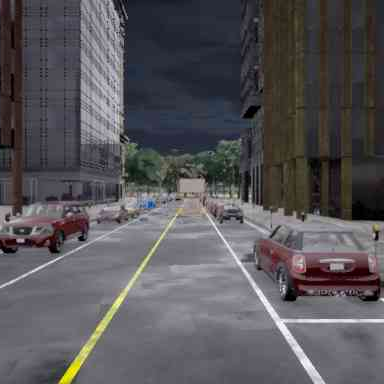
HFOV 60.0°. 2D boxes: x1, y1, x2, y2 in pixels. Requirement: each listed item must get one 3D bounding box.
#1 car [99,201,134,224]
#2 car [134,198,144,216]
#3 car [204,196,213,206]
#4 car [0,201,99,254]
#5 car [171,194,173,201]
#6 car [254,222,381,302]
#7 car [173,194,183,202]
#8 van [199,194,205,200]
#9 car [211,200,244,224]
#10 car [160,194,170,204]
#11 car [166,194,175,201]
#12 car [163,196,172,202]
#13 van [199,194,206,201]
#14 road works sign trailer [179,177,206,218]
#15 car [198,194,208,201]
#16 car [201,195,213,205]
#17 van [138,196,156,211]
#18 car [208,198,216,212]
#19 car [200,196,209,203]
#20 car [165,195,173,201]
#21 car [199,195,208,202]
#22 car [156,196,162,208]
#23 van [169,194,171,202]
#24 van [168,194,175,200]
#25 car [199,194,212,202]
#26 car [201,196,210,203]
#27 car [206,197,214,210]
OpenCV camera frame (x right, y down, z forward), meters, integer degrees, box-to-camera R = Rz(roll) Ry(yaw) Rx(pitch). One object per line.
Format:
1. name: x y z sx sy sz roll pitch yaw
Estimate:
1. car: -5.763 1.583 24.578 1.802 1.307 4.206 0 0 0
2. car: -5.763 1.528 29.846 1.752 1.417 4.829 0 0 0
3. car: 2.762 1.531 41.061 1.752 1.417 4.829 0 0 0
4. car: -5.763 1.315 13.703 2.192 1.841 5.009 0 0 0
5. car: -5.764 1.546 73.347 1.752 1.417 4.829 0 0 0
6. car: 2.762 1.440 8.266 1.967 1.590 4.097 0 0 0
7. car: -3.000 1.617 76.120 1.895 1.301 4.718 0 0 0
8. van: 2.761 1.380 95.267 1.690 1.788 3.998 0 0 0
9. car: 2.762 1.552 24.578 2.008 1.369 4.403 0 0 0
10. car: -5.763 1.580 62.641 1.947 1.339 4.313 0 0 0
11. car: -5.764 1.474 89.829 1.967 1.590 4.097 0 0 0
12. car: -5.764 1.591 78.954 1.947 1.339 4.313 0 0 0
13. van: 2.761 1.375 89.829 1.690 1.788 3.998 0 0 0
14. road works sign trailer: 0.000 0.467 30.158 2.380 3.560 2.880 0 0 0
15. car: 2.761 1.344 84.392 2.192 1.841 5.009 0 0 0
16. car: 2.762 1.534 51.936 1.752 1.417 4.829 0 0 0
17. van: -5.764 1.346 40.891 1.690 1.788 3.998 0 0 0
18. car: 2.762 1.547 30.016 1.887 1.381 4.507 0 0 0
19. car: 2.762 1.566 73.517 1.887 1.381 4.507 0 0 0
20. car: -5.764 1.554 84.222 1.752 1.417 4.829 0 0 0
21. car: 2.761 1.465 78.954 1.967 1.590 4.097 0 0 0
22. car: -5.763 1.558 46.329 2.008 1.369 4.403 0 0 0
23. van: -5.764 1.358 68.079 1.690 1.788 3.998 0 0 0
24. van: -5.764 1.380 95.267 1.690 1.788 3.998 0 0 0
25. car: 2.761 1.326 57.204 2.192 1.841 5.009 0 0 0
26. car: 2.762 1.543 68.249 1.752 1.417 4.829 0 0 0
27. car: 2.762 1.549 35.454 1.887 1.381 4.507 0 0 0
